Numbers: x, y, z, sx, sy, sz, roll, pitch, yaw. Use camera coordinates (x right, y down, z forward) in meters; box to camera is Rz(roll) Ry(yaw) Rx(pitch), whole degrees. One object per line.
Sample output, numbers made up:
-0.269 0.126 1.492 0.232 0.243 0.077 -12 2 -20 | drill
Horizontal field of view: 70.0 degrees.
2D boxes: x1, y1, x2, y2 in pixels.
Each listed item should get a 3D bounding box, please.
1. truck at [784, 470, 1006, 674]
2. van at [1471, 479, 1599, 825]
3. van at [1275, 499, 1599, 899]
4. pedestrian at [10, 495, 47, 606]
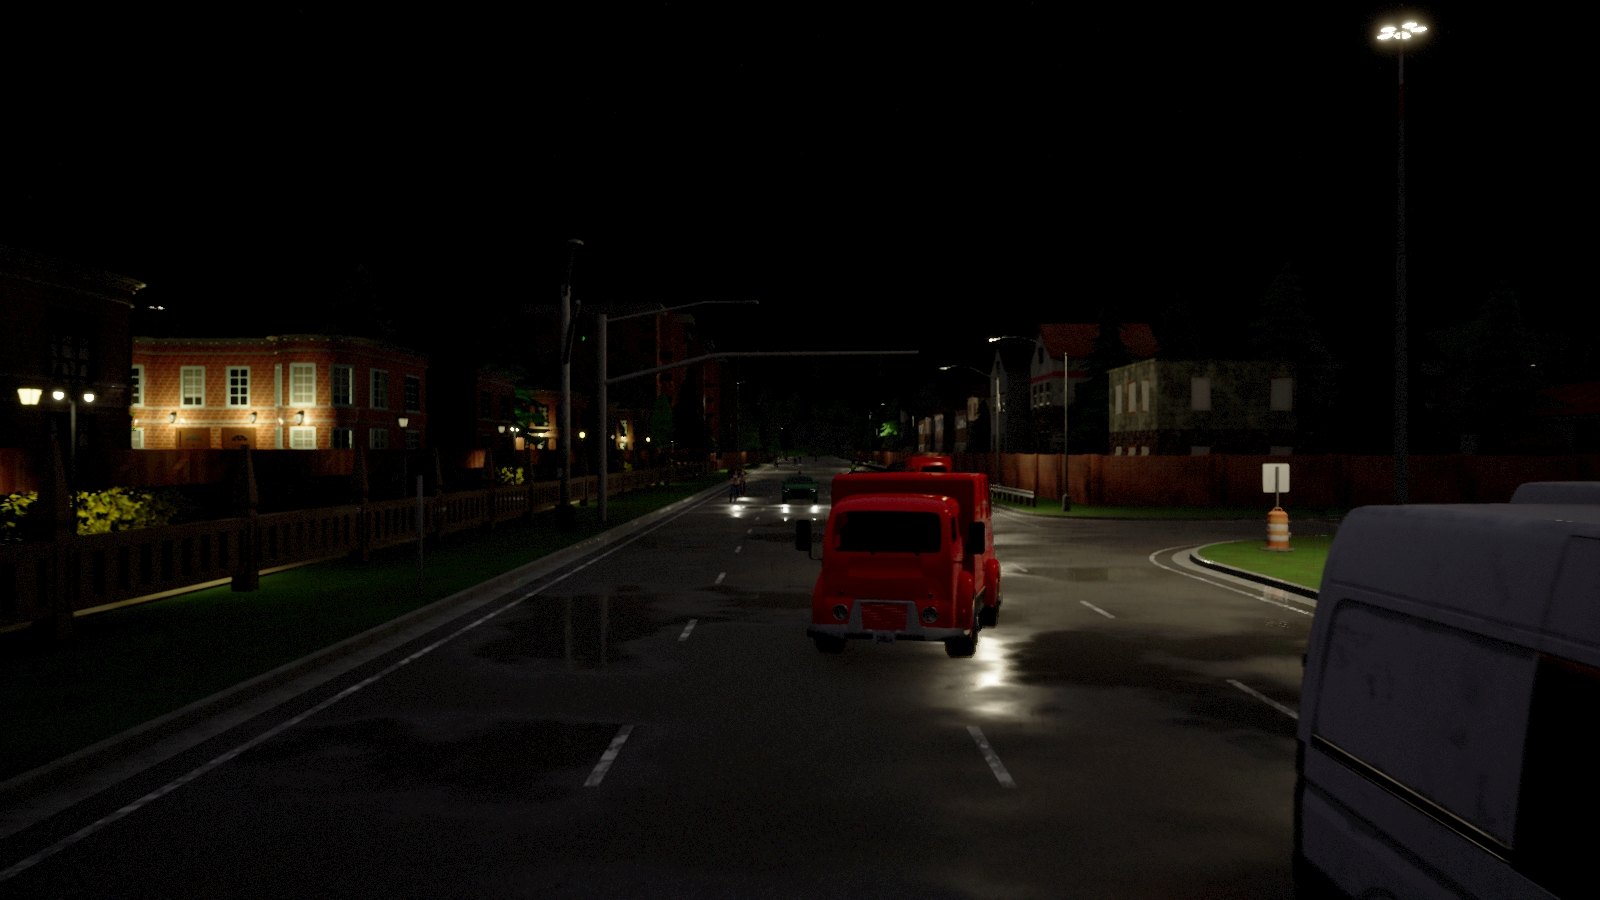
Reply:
1.638 1.580 17.127 2.627 2.467 5.204 0 0 13 | truck
7.004 1.539 7.278 1.988 2.561 5.915 0 0 0 | van
3.504 1.537 3.080 1.988 2.561 5.915 0 0 0 | van
-13.180 1.712 19.526 0.375 1.860 0.375 0 0 0 | pedestrian
